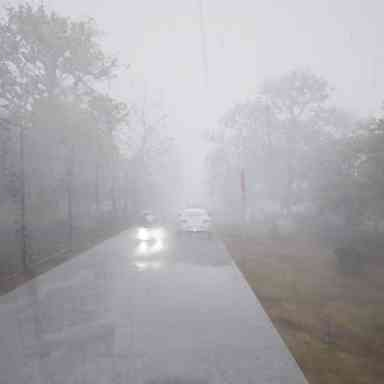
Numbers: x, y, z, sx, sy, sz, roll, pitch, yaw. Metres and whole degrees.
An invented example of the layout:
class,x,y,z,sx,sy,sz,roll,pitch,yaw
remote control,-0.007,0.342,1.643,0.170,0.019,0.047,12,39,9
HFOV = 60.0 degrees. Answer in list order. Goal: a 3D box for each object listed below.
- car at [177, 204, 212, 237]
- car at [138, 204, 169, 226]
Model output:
class,x,y,z,sx,sy,sz,roll,pitch,yaw
car,0.137,1.627,18.581,1.812,1.442,4.674,0,-1,0
car,-2.774,1.664,24.819,2.128,1.511,4.902,0,-1,0
